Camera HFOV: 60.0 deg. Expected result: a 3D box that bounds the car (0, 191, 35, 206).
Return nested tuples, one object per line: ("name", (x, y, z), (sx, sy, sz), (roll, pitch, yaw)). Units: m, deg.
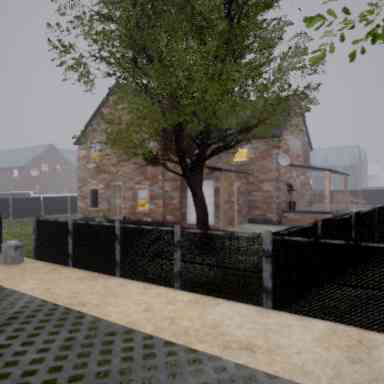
("car", (-17.077, 0.970, 30.407), (2.150, 2.045, 5.566), (0, 1, 34))
